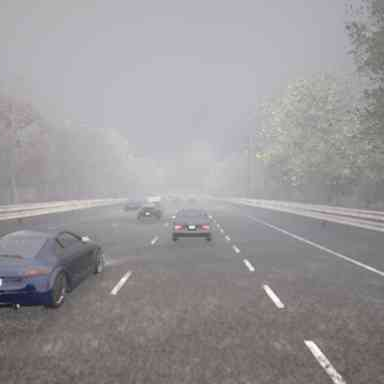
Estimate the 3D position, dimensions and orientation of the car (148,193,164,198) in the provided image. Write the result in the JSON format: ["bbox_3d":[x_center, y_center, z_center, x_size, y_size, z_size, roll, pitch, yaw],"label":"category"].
[{"bbox_3d":[-7.000,1.265,61.997,2.150,2.045,5.566,0,0,0],"label":"car"}]

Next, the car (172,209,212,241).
[{"bbox_3d":[-0.001,1.554,16.788,2.033,1.411,5.357,0,0,0],"label":"car"}]

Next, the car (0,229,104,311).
[{"bbox_3d":[-3.501,1.567,7.868,1.994,1.385,4.181,0,0,0],"label":"car"}]

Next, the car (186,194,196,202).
[{"bbox_3d":[0.002,1.663,78.969,1.895,1.301,4.718,0,0,0],"label":"car"}]

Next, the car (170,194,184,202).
[{"bbox_3d":[-3.499,1.608,78.989,2.033,1.411,5.357,0,0,0],"label":"car"}]

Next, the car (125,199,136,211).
[{"bbox_3d":[-7.001,1.585,41.224,1.994,1.385,4.181,0,0,0],"label":"car"}]

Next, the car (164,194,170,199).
[{"bbox_3d":[-6.999,1.664,79.091,1.895,1.301,4.718,0,0,0],"label":"car"}]

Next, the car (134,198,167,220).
[{"bbox_3d":[-3.503,1.538,28.577,1.812,1.442,4.674,0,0,0],"label":"car"}]
